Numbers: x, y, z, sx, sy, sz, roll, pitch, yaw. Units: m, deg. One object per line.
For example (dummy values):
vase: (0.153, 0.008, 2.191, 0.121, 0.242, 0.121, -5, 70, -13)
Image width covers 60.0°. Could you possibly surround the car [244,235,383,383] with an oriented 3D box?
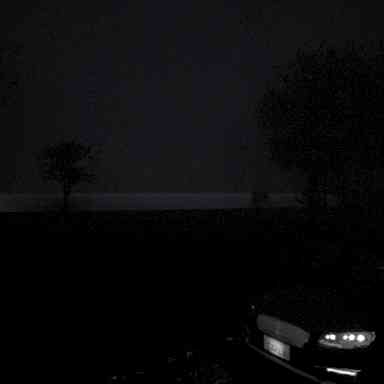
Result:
car: (2.944, 1.490, 5.182, 4.902, 1.511, 2.128, 0, 0, -36)
